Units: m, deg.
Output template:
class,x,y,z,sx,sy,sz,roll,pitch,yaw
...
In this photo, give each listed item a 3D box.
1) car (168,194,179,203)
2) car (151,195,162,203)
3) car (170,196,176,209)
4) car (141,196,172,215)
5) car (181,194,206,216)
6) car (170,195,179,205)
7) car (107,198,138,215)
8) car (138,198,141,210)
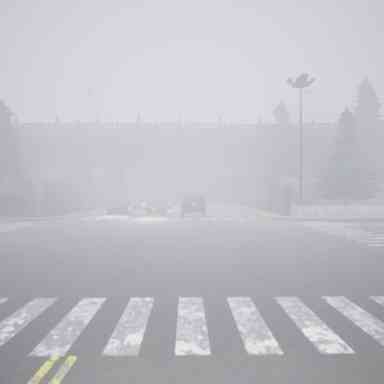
class,x,y,z,sx,sy,sz,roll,pitch,yaw
car,-3.814,1.321,67.699,2.097,1.767,4.553,0,0,-7
car,-7.472,1.413,69.029,1.812,1.442,4.674,0,0,-11
car,-3.511,1.545,42.734,1.994,1.385,4.181,0,0,1
car,-3.534,1.477,33.846,2.128,1.511,4.902,0,0,0
car,0.152,1.211,31.880,2.150,2.045,5.566,0,0,0
car,-3.468,1.578,52.672,1.895,1.301,4.718,0,0,1
car,-7.077,1.549,33.327,1.994,1.385,4.181,0,0,2
car,-7.019,1.529,42.566,2.033,1.411,5.357,0,0,0
